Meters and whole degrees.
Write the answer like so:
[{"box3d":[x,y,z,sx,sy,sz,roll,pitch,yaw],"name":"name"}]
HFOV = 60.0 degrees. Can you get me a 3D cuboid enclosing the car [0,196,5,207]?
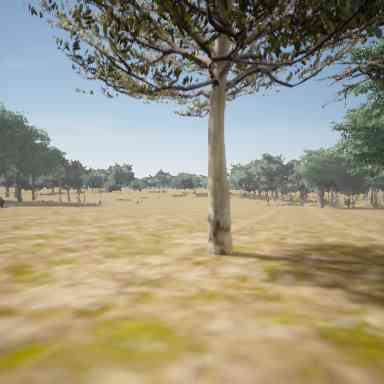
[{"box3d":[-34.469,1.411,57.839,2.150,2.045,5.566,1,-1,-12],"name":"car"}]
